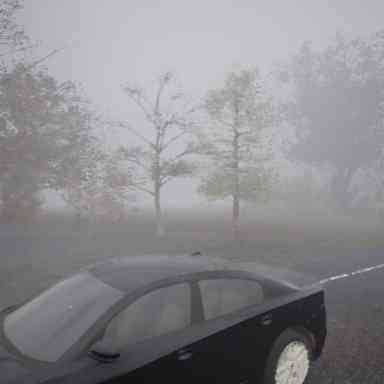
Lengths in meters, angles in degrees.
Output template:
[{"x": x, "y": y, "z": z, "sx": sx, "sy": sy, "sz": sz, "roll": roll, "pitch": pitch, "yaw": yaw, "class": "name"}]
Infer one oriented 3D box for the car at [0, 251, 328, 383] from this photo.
[{"x": -0.615, "y": 1.478, "z": 3.538, "sx": 5.008, "sy": 1.535, "sz": 1.882, "roll": 0, "pitch": 0, "yaw": -35, "class": "car"}]
